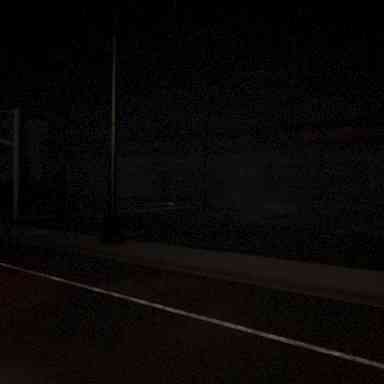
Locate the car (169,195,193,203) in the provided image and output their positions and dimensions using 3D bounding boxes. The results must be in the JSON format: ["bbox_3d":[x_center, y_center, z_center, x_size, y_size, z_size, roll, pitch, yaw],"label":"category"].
[{"bbox_3d":[-1.824,1.245,57.461,4.181,1.385,1.994,0,1,-34],"label":"car"}]
